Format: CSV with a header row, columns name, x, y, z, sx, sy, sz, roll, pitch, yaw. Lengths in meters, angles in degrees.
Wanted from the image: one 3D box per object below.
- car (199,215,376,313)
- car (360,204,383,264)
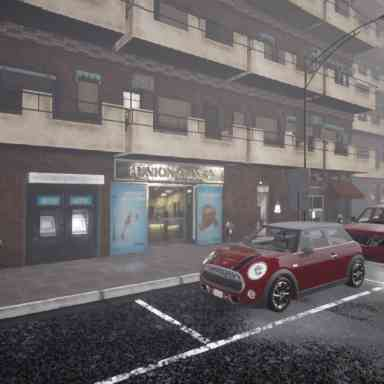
name,x,y,z,sx,sy,sz,roll,pitch,yaw
car,2.126,1.442,7.621,4.097,1.590,1.967,0,0,-36
car,6.628,1.320,10.844,5.009,1.841,2.192,0,0,-36
